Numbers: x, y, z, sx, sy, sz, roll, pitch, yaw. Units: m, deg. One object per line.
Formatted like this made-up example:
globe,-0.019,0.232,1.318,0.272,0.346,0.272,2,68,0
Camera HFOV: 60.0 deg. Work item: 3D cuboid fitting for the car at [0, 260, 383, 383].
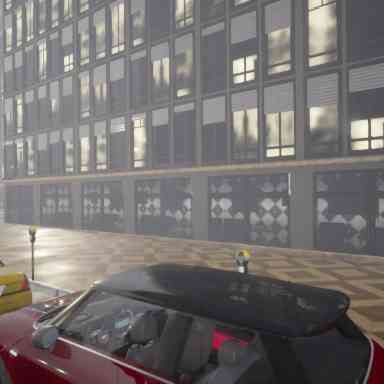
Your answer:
car,-0.368,1.441,3.157,4.097,1.590,1.967,0,-1,36
